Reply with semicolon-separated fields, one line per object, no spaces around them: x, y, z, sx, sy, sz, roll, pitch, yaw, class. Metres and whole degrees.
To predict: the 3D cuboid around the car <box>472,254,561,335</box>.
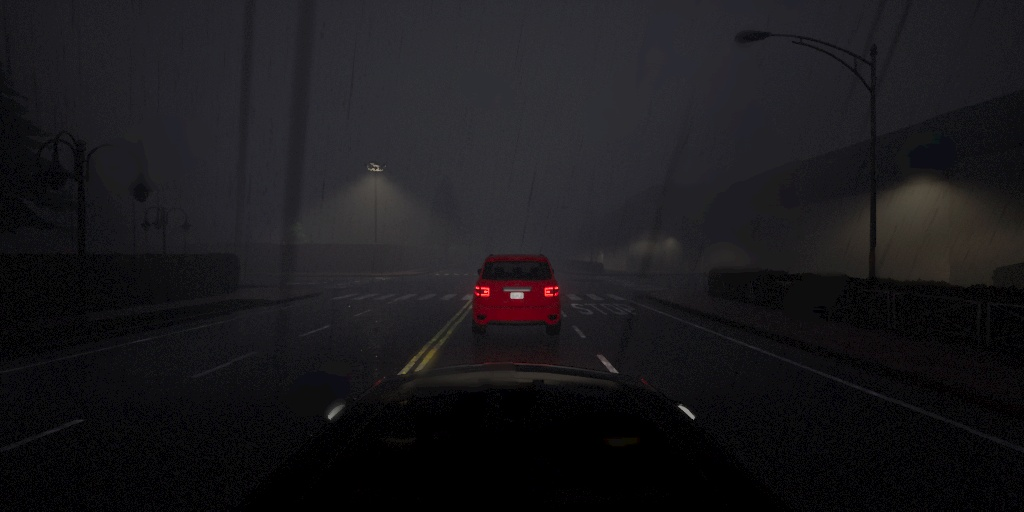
0.117;0.971;10.625;2.150;2.045;5.566;0;0;0;car

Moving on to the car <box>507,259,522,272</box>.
0.348;1.227;46.353;1.882;1.535;5.008;0;0;1;car
